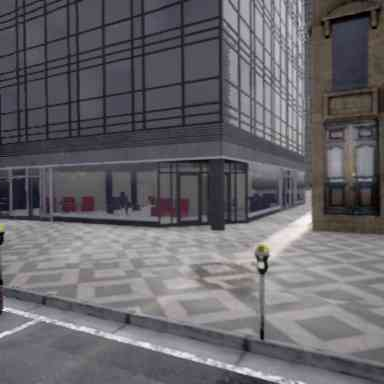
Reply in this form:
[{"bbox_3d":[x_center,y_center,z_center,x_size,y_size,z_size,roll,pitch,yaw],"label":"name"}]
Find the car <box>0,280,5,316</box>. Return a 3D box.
[{"bbox_3d":[-4.897,1.527,5.484,4.206,1.307,1.802,0,2,28],"label":"car"}]
